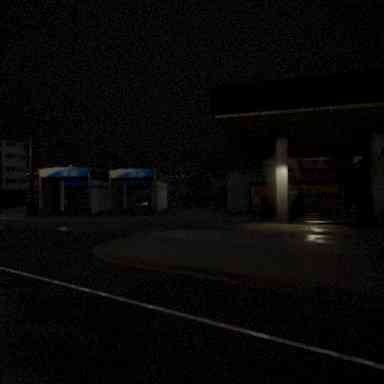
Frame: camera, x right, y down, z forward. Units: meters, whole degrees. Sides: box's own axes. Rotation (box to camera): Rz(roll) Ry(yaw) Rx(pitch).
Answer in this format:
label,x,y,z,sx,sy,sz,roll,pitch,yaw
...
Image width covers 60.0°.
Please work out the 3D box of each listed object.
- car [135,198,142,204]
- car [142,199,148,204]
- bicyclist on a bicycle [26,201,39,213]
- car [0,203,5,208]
label,x,y,z,sx,sy,sz,roll,pitch,yaw
car,-12.745,2.046,72.946,1.994,1.385,4.181,-1,0,36
car,-8.010,1.943,73.549,1.882,1.535,5.008,-1,0,39
bicyclist on a bicycle,-18.554,1.640,38.751,1.656,1.620,0.582,-1,0,1
car,-34.802,2.150,57.232,1.895,1.301,4.718,-1,0,21
